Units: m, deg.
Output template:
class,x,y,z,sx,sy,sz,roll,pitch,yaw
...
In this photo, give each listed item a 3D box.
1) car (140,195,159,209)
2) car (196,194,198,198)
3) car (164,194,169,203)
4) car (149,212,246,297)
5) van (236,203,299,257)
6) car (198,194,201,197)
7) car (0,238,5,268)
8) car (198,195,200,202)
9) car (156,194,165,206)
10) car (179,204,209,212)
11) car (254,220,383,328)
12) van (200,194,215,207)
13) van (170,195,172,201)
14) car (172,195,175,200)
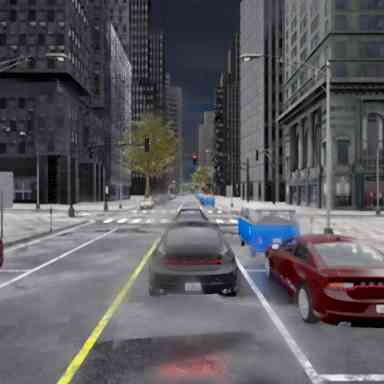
class,x,y,z,sx,sy,sz,roll,pitch,yaw
car,-5.960,1.518,44.906,1.752,1.417,4.829,0,0,0
car,2.453,1.556,72.164,2.008,1.369,4.403,0,0,0
car,-6.023,1.313,60.945,2.192,1.841,5.009,0,0,0
car,0.027,1.501,8.544,1.837,1.490,4.892,0,0,0
van,2.727,1.335,12.527,1.690,1.788,3.998,0,0,0
car,2.500,1.543,61.337,1.887,1.381,4.507,0,0,0
car,-5.805,1.541,6.983,1.887,1.381,4.507,0,0,0
car,2.523,1.562,55.924,1.947,1.339,4.313,0,0,0
car,-6.001,1.541,55.656,1.887,1.381,4.507,0,0,0
car,-0.065,1.557,17.457,1.994,1.385,4.181,0,0,0
car,2.750,1.541,7.002,1.887,1.381,4.507,0,0,0
van,2.548,1.335,50.511,1.690,1.788,3.998,0,0,0
van,-6.092,1.350,76.812,1.690,1.788,3.998,0,0,0
car,-6.139,1.584,87.389,1.947,1.339,4.313,0,0,0
